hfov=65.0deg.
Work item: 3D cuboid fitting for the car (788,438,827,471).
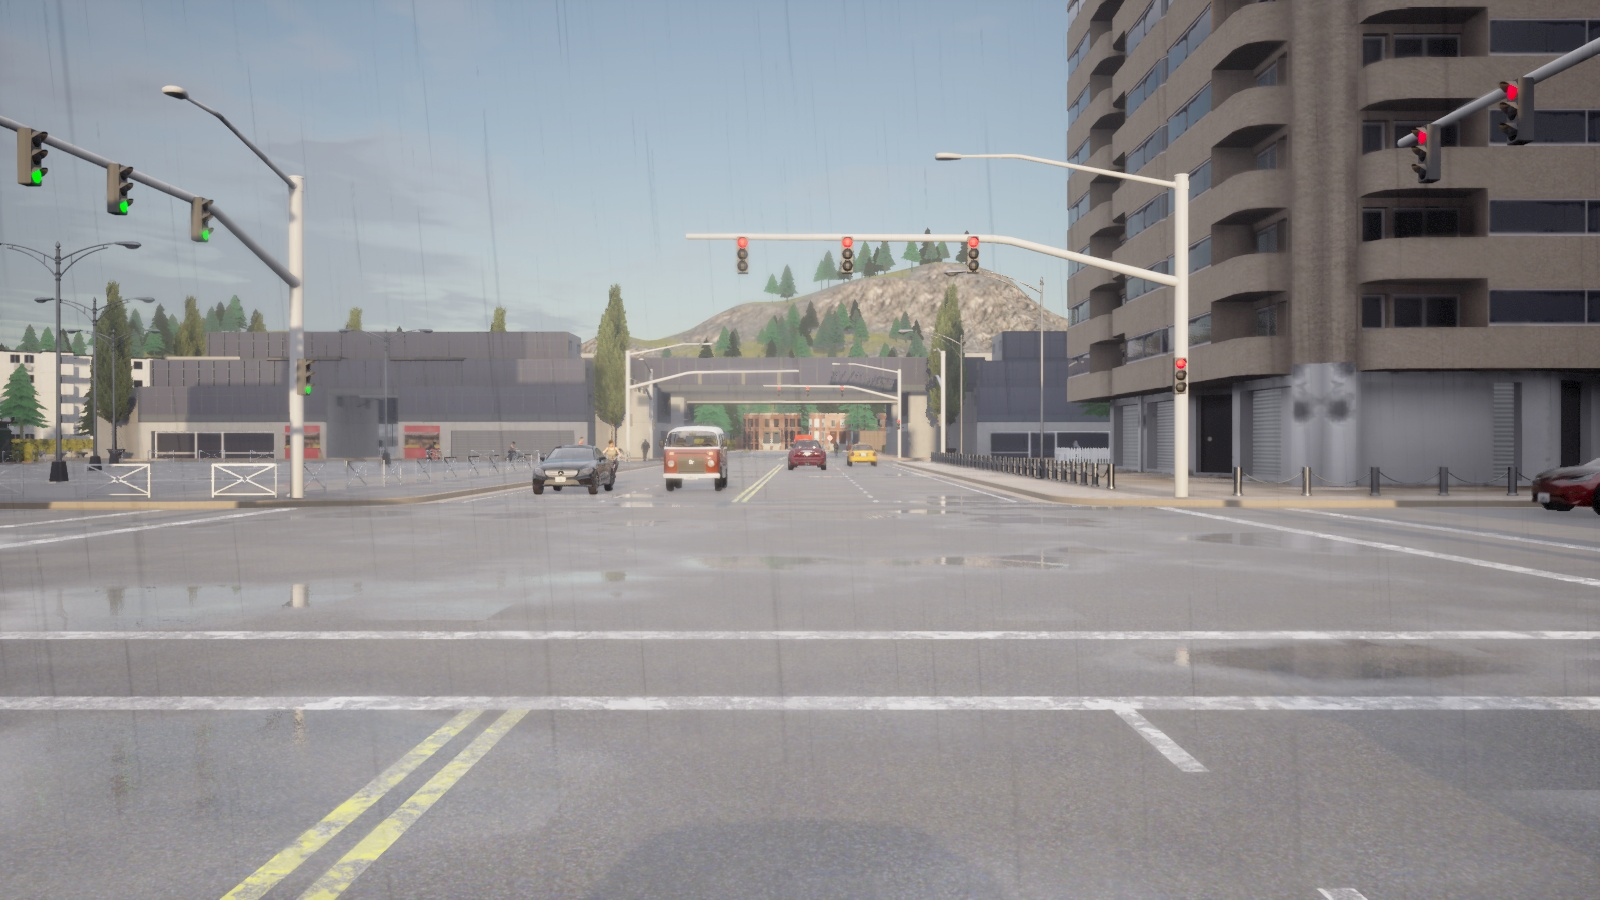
[{"bbox_3d":[0.404,0.211,69.817,2.097,1.767,4.553,0,0,0],"label":"car"}]

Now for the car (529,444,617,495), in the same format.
[{"bbox_3d":[-6.774,0.553,37.914,1.812,1.442,4.674,0,0,0],"label":"car"}]

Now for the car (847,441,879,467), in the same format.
[{"bbox_3d":[3.962,0.236,80.183,1.801,1.575,5.366,0,0,0],"label":"car"}]

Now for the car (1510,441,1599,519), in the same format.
[{"bbox_3d":[17.200,0.563,25.085,4.792,1.488,2.163,0,0,0],"label":"car"}]

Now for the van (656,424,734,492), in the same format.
[{"bbox_3d":[-3.262,0.242,39.909,2.069,2.038,4.480,0,0,0],"label":"van"}]
